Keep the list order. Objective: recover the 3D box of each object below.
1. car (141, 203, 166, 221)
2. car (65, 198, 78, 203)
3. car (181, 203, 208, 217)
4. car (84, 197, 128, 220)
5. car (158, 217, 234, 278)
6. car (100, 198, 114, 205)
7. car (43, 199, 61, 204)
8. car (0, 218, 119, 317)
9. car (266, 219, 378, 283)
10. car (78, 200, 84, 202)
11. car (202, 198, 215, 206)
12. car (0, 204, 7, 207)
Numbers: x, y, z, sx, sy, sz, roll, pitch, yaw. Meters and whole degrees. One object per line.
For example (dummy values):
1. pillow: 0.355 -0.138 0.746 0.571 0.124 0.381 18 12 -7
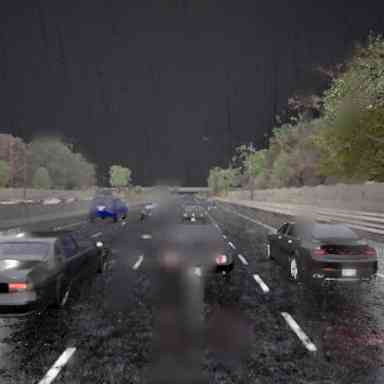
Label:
1. car: -3.409 1.729 29.663 1.812 1.442 4.674 0 0 0
2. car: -24.518 1.983 68.305 1.812 1.442 4.674 0 0 0
3. car: 0.096 1.787 27.164 1.895 1.301 4.718 0 0 0
4. car: -6.907 1.412 27.864 2.150 2.045 5.566 0 0 0
5. car: 0.100 1.671 10.302 1.895 1.301 4.718 0 0 0
6. car: -17.518 2.011 68.723 1.994 1.385 4.181 0 0 0
7. car: -28.017 2.059 66.474 1.895 1.301 4.718 0 0 0
8. car: -3.404 1.601 7.849 2.033 1.411 5.357 0 0 0
9. car: 3.498 1.561 9.833 1.837 1.490 4.892 0 0 0
10. car: -21.018 1.999 68.305 2.033 1.411 5.357 0 0 0
11. car: 3.482 1.979 64.488 1.812 1.442 4.674 0 0 0
12. car: -17.602 1.684 28.311 2.128 1.511 4.902 0 0 0
